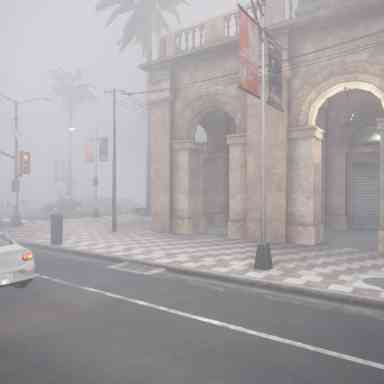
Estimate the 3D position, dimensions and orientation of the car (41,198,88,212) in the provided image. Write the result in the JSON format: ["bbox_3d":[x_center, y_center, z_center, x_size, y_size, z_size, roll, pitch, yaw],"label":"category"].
[{"bbox_3d":[-14.866,1.505,38.300,1.837,1.490,4.892,0,0,36],"label":"car"}]

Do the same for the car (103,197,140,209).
[{"bbox_3d":[-9.473,1.601,45.839,1.895,1.301,4.718,0,0,36],"label":"car"}]

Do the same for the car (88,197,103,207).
[{"bbox_3d":[-13.852,1.513,51.049,2.161,1.482,4.786,0,0,35],"label":"car"}]

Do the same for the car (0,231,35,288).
[{"bbox_3d":[-5.564,1.526,7.919,4.674,1.442,1.812,0,0,36],"label":"car"}]
